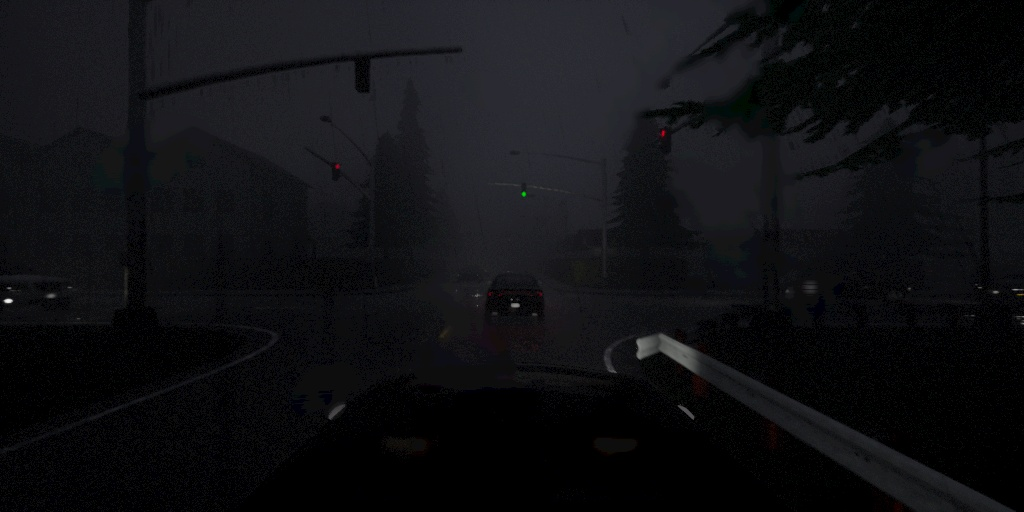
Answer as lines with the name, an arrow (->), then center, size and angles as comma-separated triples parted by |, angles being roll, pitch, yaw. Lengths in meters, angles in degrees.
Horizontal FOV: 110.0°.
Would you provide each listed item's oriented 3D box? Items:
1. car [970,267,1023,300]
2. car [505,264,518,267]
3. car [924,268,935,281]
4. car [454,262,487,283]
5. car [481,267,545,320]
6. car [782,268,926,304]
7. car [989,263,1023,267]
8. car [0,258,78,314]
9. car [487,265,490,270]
car -> 24.420, 1.409, 16.939 | 4.892, 1.490, 1.837 | 0, -1, -14
car -> -0.065, 1.909, 56.269 | 1.994, 1.385, 4.181 | 0, -1, -2
car -> 37.321, 1.592, 34.589 | 1.882, 1.535, 5.008 | 0, -1, 1
car -> -3.588, 1.556, 31.757 | 1.882, 1.535, 5.008 | 0, -1, 0
car -> 0.100, 1.345, 13.136 | 1.882, 1.535, 5.008 | 0, -1, 0
car -> 15.087, 1.388, 16.350 | 4.902, 1.511, 2.128 | 0, -1, 0
car -> 32.378, 1.328, 22.876 | 2.097, 1.767, 4.553 | 0, -1, 18
car -> -19.276, 1.076, 12.881 | 5.566, 2.045, 2.150 | 0, -1, 0
car -> -3.589, 1.668, 42.079 | 1.882, 1.535, 5.008 | 0, -1, 0
